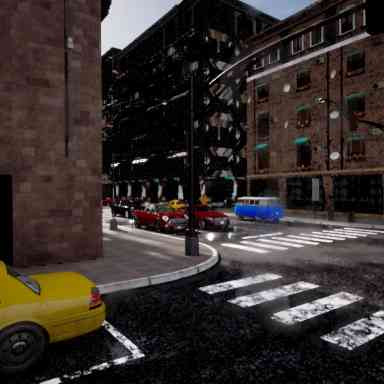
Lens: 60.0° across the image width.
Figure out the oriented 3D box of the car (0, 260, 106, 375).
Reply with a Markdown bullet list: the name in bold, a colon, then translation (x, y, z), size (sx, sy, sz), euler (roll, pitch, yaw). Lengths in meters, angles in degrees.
- **car**: translation (-3.554, 1.525, 4.029), size (4.829, 1.417, 1.752), euler (0, 0, -36)

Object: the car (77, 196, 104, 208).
- **car**: translation (-14.368, 1.429, 46.970), size (2.128, 1.511, 4.902), euler (-1, 0, -35)

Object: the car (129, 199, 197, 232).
- **car**: translation (-1.863, 1.440, 20.030), size (1.967, 1.590, 4.097), euler (0, 0, -36)

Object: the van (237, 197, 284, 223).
- **van**: translation (4.926, 1.280, 24.944), size (1.690, 1.788, 3.998), euler (0, 0, -36)

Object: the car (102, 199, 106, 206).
- **car**: translation (-12.353, 1.183, 38.872), size (2.150, 2.045, 5.566), euler (-1, 0, -36)

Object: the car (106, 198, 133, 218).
- **car**: translation (-5.609, 1.473, 29.581), size (1.837, 1.490, 4.892), euler (-1, 0, -36)

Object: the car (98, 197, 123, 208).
- **car**: translation (-11.725, 1.462, 47.837), size (1.887, 1.381, 4.507), euler (-1, 0, -36)

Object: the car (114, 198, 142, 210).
- **car**: translation (-8.395, 1.463, 43.258), size (1.887, 1.381, 4.507), euler (-1, 0, -36)

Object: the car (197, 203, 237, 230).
- **car**: translation (0.437, 1.508, 21.274), size (1.812, 1.442, 4.674), euler (-1, 0, -34)
